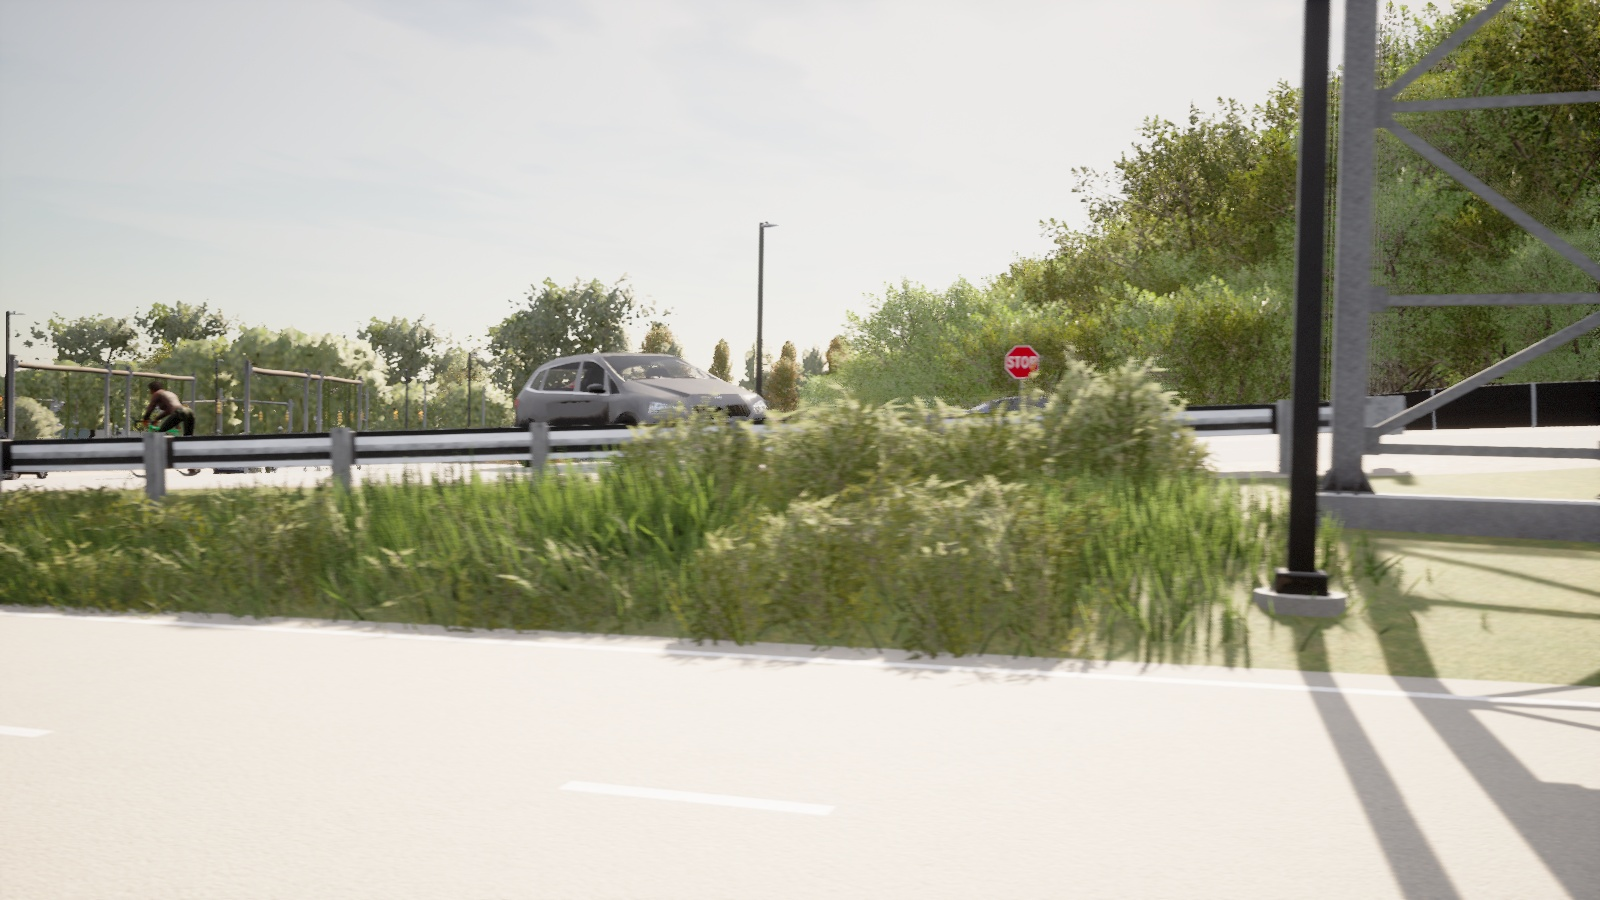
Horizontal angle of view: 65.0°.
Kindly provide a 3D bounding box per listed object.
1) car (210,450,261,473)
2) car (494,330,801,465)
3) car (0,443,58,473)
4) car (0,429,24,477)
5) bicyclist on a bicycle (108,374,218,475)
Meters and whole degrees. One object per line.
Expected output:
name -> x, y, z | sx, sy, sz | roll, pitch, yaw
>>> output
car -> -37.197, 0.739, 82.833 | 1.994, 1.385, 4.181 | 1, 0, -9
car -> -2.322, -0.688, 18.067 | 2.242, 1.667, 4.611 | -2, 2, -39
car -> -40.469, 0.404, 64.109 | 2.128, 1.511, 4.902 | 1, -1, 2
car -> -28.081, 0.109, 42.766 | 1.851, 1.617, 3.988 | 1, -2, -17
bicyclist on a bicycle -> -10.701, -0.419, 21.101 | 1.656, 1.620, 0.582 | -1, 0, 17
